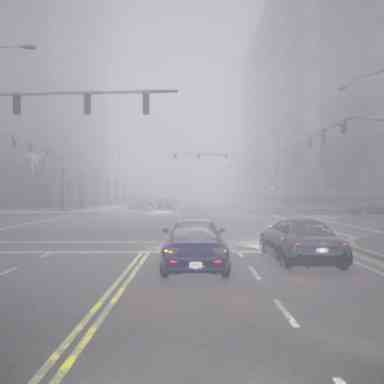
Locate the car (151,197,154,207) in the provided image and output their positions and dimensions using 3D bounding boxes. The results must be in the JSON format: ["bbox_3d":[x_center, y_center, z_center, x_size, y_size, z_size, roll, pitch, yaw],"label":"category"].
[{"bbox_3d":[-7.069,1.574,53.699,1.837,1.490,4.892,0,0,0],"label":"car"}]

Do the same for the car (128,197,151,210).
[{"bbox_3d":[-7.087,1.604,43.966,2.033,1.411,5.357,0,0,0],"label":"car"}]

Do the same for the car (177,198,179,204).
[{"bbox_3d":[-3.562,1.548,54.771,1.882,1.535,5.008,0,0,0],"label":"car"}]

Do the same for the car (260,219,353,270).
[{"bbox_3d":[3.594,1.579,11.157,1.994,1.385,4.181,0,0,0],"label":"car"}]

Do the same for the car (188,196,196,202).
[{"bbox_3d":[0.020,1.659,82.833,1.994,1.385,4.181,0,0,0],"label":"car"}]

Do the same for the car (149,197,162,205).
[{"bbox_3d":[-6.989,1.630,64.147,2.033,1.411,5.357,0,0,0],"label":"car"}]

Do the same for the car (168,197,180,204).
[{"bbox_3d":[-3.485,1.647,64.774,1.994,1.385,4.181,0,0,0],"label":"car"}]

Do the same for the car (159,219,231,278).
[{"bbox_3d":[0.054,1.539,10.025,1.812,1.442,4.674,0,0,-1],"label":"car"}]

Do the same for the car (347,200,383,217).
[{"bbox_3d":[16.713,1.461,30.059,5.008,1.535,1.882,0,0,0],"label":"car"}]

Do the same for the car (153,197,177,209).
[{"bbox_3d":[-3.585,1.550,45.179,2.128,1.511,4.902,0,0,0],"label":"car"}]
